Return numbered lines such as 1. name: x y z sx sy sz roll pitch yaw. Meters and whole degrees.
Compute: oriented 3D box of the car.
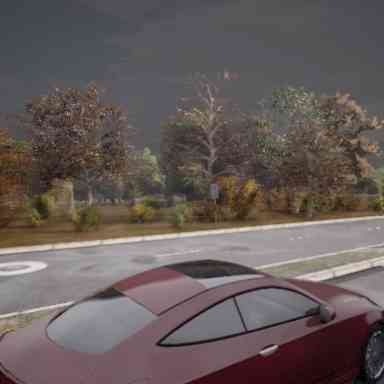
1. car: 0.375 1.524 3.706 4.674 1.442 1.812 0 0 -35
